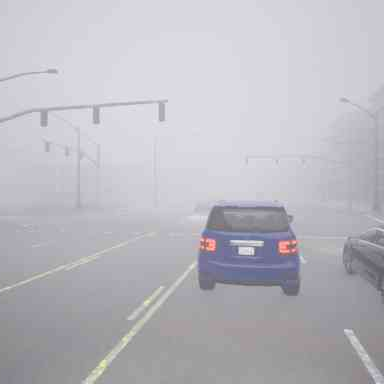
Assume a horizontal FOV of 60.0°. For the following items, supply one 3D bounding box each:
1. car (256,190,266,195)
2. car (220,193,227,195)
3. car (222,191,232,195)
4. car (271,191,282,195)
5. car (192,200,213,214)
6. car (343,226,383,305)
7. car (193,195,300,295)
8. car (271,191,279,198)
[{"bbox_3d":[15.636,0.904,75.482,1.994,1.385,4.181,0,1,11],"label":"car"},{"bbox_3d":[3.908,1.325,53.339,2.033,1.411,5.357,0,1,12],"label":"car"},{"bbox_3d":[7.129,0.727,68.760,2.150,2.045,5.566,0,1,12],"label":"car"},{"bbox_3d":[19.059,0.707,74.747,2.097,1.767,4.553,0,1,11],"label":"car"},{"bbox_3d":[1.032,1.554,35.060,1.895,1.301,4.718,0,0,-1],"label":"car"},{"bbox_3d":[4.822,1.492,7.464,2.128,1.511,4.902,0,0,11],"label":"car"},{"bbox_3d":[1.562,1.221,9.002,2.150,2.045,5.566,0,0,11],"label":"car"},{"bbox_3d":[21.057,0.609,84.593,1.837,1.490,4.892,0,1,11],"label":"car"}]
